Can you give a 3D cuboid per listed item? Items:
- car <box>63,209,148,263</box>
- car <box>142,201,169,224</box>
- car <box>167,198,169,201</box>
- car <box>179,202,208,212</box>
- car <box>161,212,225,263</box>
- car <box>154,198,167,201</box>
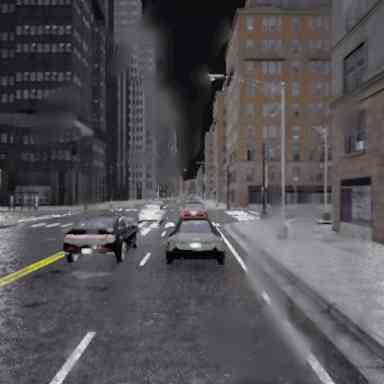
[{"bbox_3d":[-3.140,1.577,12.350,2.128,1.511,4.902,0,-1,0],"label":"car"},{"bbox_3d":[-3.125,1.709,26.643,1.812,1.442,4.674,0,0,0],"label":"car"},{"bbox_3d":[-6.438,2.113,78.319,2.033,1.411,5.357,0,0,0],"label":"car"},{"bbox_3d":[0.118,1.528,25.152,2.097,1.767,4.553,0,0,0],"label":"car"},{"bbox_3d":[0.109,1.651,12.379,1.994,1.385,4.181,0,0,0],"label":"car"},{"bbox_3d":[-6.475,2.055,63.158,1.895,1.301,4.718,0,0,1],"label":"car"}]
